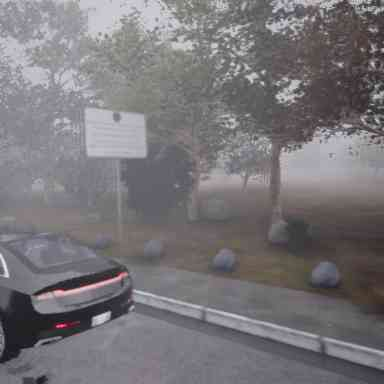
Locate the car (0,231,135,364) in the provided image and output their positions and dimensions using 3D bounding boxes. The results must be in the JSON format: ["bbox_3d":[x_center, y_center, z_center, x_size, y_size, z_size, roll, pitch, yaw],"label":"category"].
[{"bbox_3d":[-3.173,1.455,5.827,4.902,1.511,2.128,0,0,36],"label":"car"}]
